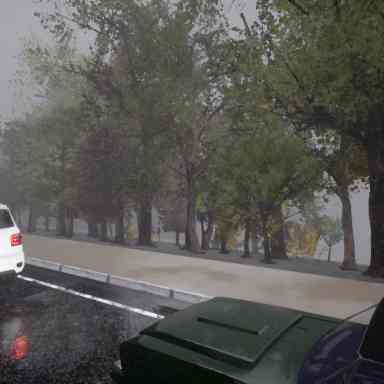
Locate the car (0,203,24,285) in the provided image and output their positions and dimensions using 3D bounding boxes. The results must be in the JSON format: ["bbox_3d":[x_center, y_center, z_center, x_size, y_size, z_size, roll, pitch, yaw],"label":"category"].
[{"bbox_3d":[-6.420,1.222,8.280,5.566,2.045,2.150,0,0,35],"label":"car"}]

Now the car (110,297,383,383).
[{"bbox_3d":[1.564,1.601,2.568,4.718,1.301,1.895,0,0,36],"label":"car"}]
